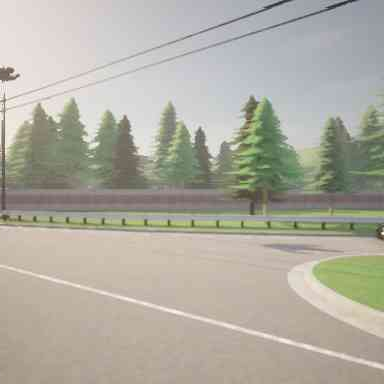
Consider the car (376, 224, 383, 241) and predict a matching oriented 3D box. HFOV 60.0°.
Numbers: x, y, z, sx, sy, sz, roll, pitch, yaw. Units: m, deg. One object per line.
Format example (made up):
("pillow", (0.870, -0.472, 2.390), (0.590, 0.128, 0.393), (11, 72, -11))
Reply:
("car", (10.064, 1.562, 13.872), (4.181, 1.385, 1.994), (0, 0, 4))
